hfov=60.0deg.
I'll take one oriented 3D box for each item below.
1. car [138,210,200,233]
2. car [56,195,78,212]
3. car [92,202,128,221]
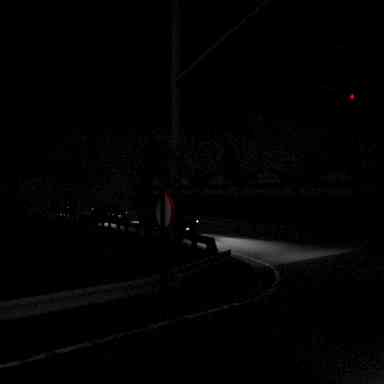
[{"bbox_3d":[-1.511,1.792,20.772,1.895,1.301,4.718,0,0,-35],"label":"car"},{"bbox_3d":[-15.556,1.410,41.003,2.150,2.045,5.566,0,0,-25],"label":"car"},{"bbox_3d":[-7.238,1.695,28.929,1.837,1.490,4.892,0,0,-35],"label":"car"}]
